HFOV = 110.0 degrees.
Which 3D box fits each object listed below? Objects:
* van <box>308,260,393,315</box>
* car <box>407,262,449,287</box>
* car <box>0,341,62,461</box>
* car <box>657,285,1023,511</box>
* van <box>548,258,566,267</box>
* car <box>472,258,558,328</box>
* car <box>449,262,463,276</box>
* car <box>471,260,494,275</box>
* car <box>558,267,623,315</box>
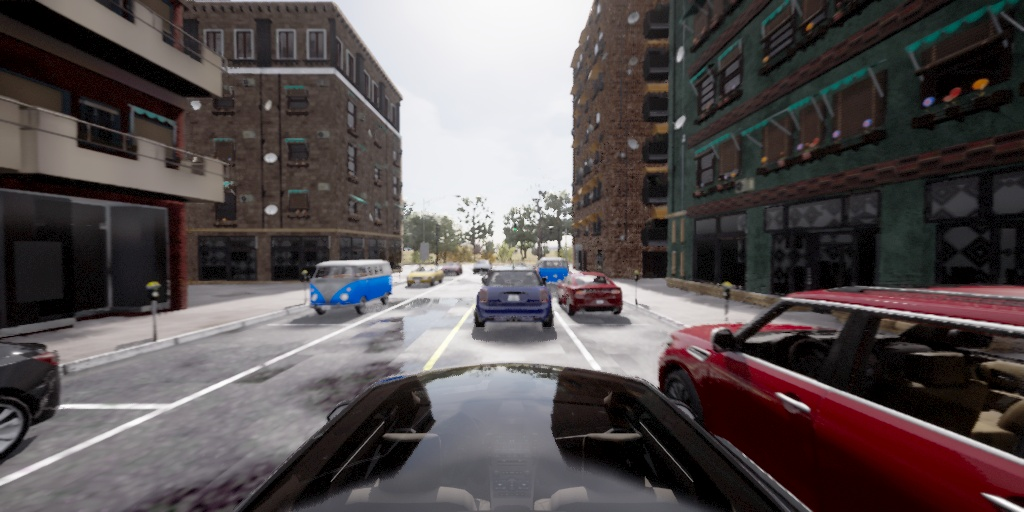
[{"bbox_3d":[-5.692,1.049,13.100,1.690,1.789,3.998,0,0,0],"label":"van"},{"bbox_3d":[-5.693,1.193,23.978,1.751,1.417,4.829,0,0,0],"label":"car"},{"bbox_3d":[-5.691,1.315,2.051,1.948,1.339,4.313,0,0,0],"label":"car"},{"bbox_3d":[2.690,1.063,2.101,2.192,1.841,5.009,0,0,0],"label":"car"},{"bbox_3d":[2.688,1.008,24.198,1.690,1.789,3.998,0,0,0],"label":"van"},{"bbox_3d":[0.059,1.071,11.345,2.097,1.767,4.553,0,1,0],"label":"car"},{"bbox_3d":[-5.791,1.207,35.190,1.802,1.307,4.207,0,0,0],"label":"car"},{"bbox_3d":[-3.046,1.161,38.292,2.033,1.411,5.357,0,0,1],"label":"car"},{"bbox_3d":[2.688,1.253,13.149,1.888,1.381,4.507,0,0,0],"label":"car"}]
